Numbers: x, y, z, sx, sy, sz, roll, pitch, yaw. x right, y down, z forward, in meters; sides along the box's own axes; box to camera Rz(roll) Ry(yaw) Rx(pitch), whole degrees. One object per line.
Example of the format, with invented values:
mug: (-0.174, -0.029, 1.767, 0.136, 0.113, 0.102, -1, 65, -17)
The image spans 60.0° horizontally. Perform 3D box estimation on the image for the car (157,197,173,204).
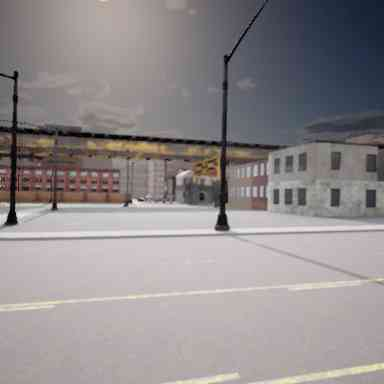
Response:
car: (-6.643, 2.399, 86.926, 2.038, 1.542, 4.974, 1, -1, 15)

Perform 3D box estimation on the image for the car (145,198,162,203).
car: (-10.197, 2.179, 88.197, 1.853, 1.218, 4.536, 2, -1, -45)

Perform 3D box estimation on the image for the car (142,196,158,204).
car: (-10.164, 2.337, 88.158, 2.038, 1.542, 4.974, 2, -1, -45)

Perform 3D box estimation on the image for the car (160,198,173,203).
car: (-6.626, 2.242, 86.978, 1.853, 1.218, 4.536, 1, -1, 15)
